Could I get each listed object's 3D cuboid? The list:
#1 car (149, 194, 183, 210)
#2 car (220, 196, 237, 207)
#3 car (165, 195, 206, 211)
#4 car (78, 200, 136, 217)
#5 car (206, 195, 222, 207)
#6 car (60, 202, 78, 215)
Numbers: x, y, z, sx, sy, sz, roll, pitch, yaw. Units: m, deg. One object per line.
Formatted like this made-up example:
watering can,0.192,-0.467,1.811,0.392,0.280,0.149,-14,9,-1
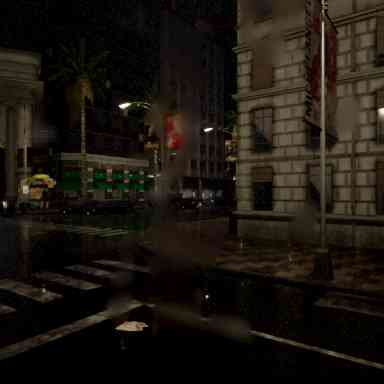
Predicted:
car,-3.210,1.223,44.210,2.150,2.045,5.566,0,0,37
car,6.898,1.601,50.940,4.718,1.301,1.895,0,0,-44
car,-0.784,1.506,41.598,1.837,1.490,4.892,0,0,37
car,-7.788,1.548,32.048,2.033,1.411,5.357,0,0,36
car,3.839,1.351,52.792,2.097,1.767,4.553,0,0,44
car,-10.673,1.548,34.032,2.033,1.411,5.357,0,0,36
